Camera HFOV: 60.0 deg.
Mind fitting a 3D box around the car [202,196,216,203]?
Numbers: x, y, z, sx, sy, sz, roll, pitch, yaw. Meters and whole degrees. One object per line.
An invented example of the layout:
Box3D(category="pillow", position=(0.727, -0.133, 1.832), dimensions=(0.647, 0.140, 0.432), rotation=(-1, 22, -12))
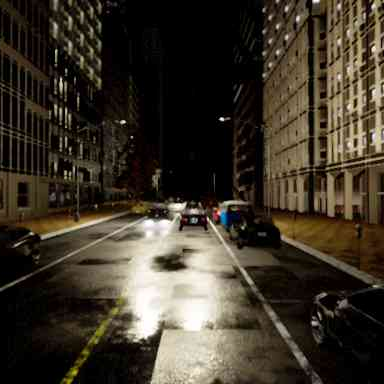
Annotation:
Box3D(category="car", position=(2.662, 1.628, 48.951), dimensions=(2.192, 1.841, 5.009), rotation=(0, 0, 0))

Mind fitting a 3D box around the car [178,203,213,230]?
Box3D(category="car", position=(0.085, 1.698, 22.307), dimensions=(2.033, 1.411, 5.357), rotation=(0, 0, 0))

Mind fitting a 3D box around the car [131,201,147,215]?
Box3D(category="car", position=(-5.712, 1.769, 37.401), dimensions=(1.752, 1.417, 4.829), rotation=(0, 0, 0))

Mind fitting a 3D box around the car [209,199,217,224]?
Box3D(category="car", position=(2.676, 1.615, 26.182), dimensions=(1.967, 1.590, 4.097), rotation=(0, 0, 0))

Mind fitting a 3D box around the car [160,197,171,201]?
Box3D(category="car", position=(-5.731, 1.962, 66.033), dimensions=(2.008, 1.369, 4.403), rotation=(0, 0, 0))

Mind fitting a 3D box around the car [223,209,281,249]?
Box3D(category="car", position=(2.683, 1.668, 14.797), dimensions=(1.947, 1.339, 4.313), rotation=(0, 0, 0))

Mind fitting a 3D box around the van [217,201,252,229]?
Box3D(category="van", position=(2.680, 1.480, 20.492), dimensions=(1.690, 1.788, 3.998), rotation=(0, 0, 0))

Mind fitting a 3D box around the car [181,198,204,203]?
Box3D(category="car", position=(0.072, 1.816, 41.568), dimensions=(2.033, 1.411, 5.357), rotation=(0, 0, 0))

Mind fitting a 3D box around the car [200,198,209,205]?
Box3D(category="car", position=(2.645, 1.969, 71.888), dimensions=(1.752, 1.417, 4.829), rotation=(0, 0, 0))

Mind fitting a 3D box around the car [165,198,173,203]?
Box3D(category="car", position=(-5.743, 2.085, 83.108), dimensions=(1.802, 1.307, 4.206), rotation=(0, 0, 0))

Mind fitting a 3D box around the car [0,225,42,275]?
Box3D(category="car", position=(-5.694, 1.629, 9.108), dimensions=(1.947, 1.339, 4.313), rotation=(0, 0, 0))

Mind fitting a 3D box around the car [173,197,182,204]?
Box3D(category="car", position=(-3.049, 1.969, 73.253), dimensions=(2.128, 1.511, 4.902), rotation=(0, 0, 0))

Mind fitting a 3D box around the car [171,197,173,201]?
Box3D(category="car", position=(-5.735, 2.008, 71.725), dimensions=(1.947, 1.339, 4.313), rotation=(0, 0, 0))

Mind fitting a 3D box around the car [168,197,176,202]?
Box3D(category="car", position=(-5.751, 2.113, 94.494), dimensions=(2.008, 1.369, 4.403), rotation=(0, 0, 0))

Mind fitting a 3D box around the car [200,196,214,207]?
Box3D(category="car", position=(2.654, 1.694, 60.336), dimensions=(2.192, 1.841, 5.009), rotation=(0, 0, 0))

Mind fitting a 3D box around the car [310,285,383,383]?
Box3D(category="car", position=(2.691, 1.591, 3.413), dimensions=(1.947, 1.339, 4.313), rotation=(0, 0, 0))

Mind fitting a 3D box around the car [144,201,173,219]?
Box3D(category="car", position=(-3.120, 1.811, 31.803), dimensions=(1.895, 1.301, 4.718), rotation=(0, 0, 0))
